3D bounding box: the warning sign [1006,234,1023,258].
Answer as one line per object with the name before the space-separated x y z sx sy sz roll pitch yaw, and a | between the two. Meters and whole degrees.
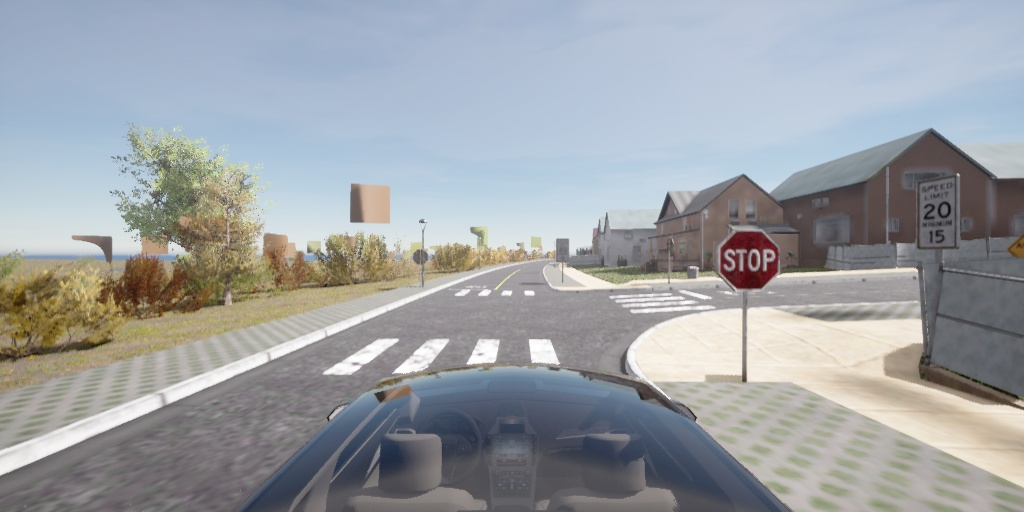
warning sign | 12.602 0.090 8.446 1.060 1.860 1.300 0 0 5
